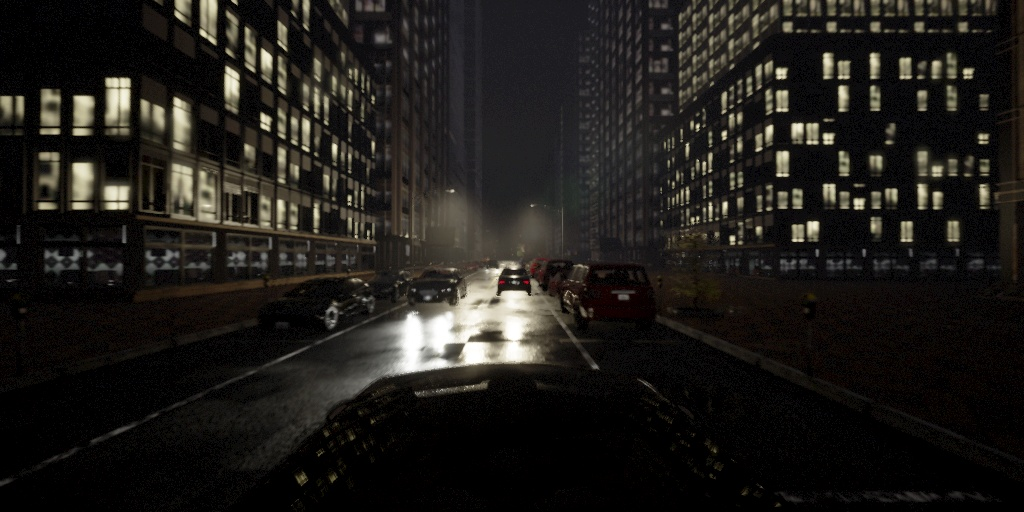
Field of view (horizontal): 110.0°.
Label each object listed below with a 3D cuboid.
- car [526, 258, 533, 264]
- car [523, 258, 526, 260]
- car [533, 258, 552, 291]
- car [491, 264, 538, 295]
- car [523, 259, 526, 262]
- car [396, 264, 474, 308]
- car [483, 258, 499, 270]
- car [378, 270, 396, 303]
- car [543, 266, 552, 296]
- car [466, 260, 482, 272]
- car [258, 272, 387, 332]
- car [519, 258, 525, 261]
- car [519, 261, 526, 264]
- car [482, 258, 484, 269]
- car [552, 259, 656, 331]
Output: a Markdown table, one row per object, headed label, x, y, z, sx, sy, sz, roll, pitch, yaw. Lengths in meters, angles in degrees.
| label | x | y | z | sx | sy | sz | roll | pitch | yaw |
| --- | --- | --- | --- | --- | --- | --- | --- | --- | --- |
| car | 2.703 | 1.143 | 33.211 | 2.192 | 1.841 | 5.009 | 0 | 0 | 0 |
| car | 2.709 | 1.394 | 49.998 | 1.751 | 1.417 | 4.829 | 0 | 0 | 0 |
| car | 2.699 | 1.116 | 22.132 | 2.192 | 1.841 | 5.009 | 0 | 0 | 0 |
| car | 0.110 | 1.344 | 19.978 | 2.033 | 1.411 | 5.357 | 0 | 0 | 0 |
| car | 2.707 | 1.405 | 44.289 | 2.007 | 1.370 | 4.403 | 0 | 0 | 0 |
| car | -3.093 | 1.277 | 15.640 | 2.128 | 1.511 | 4.902 | 0 | 0 | 0 |
| car | -3.030 | 1.388 | 56.668 | 1.837 | 1.490 | 4.892 | 0 | 0 | 1 |
| car | -5.684 | 1.338 | 16.594 | 2.007 | 1.370 | 4.403 | 0 | 0 | 0 |
| car | 2.697 | 1.332 | 16.592 | 1.888 | 1.381 | 4.507 | 0 | 0 | 0 |
| car | -5.671 | 1.451 | 49.831 | 1.802 | 1.307 | 4.207 | 0 | 0 | 0 |
| car | -5.686 | 1.340 | 11.055 | 1.948 | 1.339 | 4.313 | 0 | 0 | 0 |
| car | 2.713 | 1.461 | 60.907 | 1.948 | 1.339 | 4.313 | 0 | 0 | 0 |
| car | 0.113 | 1.438 | 36.902 | 1.895 | 1.301 | 4.718 | 0 | 0 | 0 |
| car | -5.668 | 1.477 | 60.909 | 1.802 | 1.307 | 4.207 | 0 | 0 | 0 |
| car | 2.695 | 1.088 | 11.053 | 2.192 | 1.841 | 5.009 | 0 | 0 | 0 |
